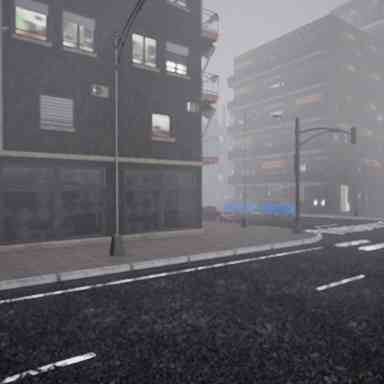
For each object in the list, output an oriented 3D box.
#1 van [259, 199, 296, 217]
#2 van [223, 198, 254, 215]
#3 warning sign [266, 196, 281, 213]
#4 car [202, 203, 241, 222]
[{"bbox_3d":[8.628,1.568,33.782,1.690,1.788,3.998,-1,0,-37],"label":"van"},{"bbox_3d":[5.292,1.641,38.283,1.690,1.788,3.998,-1,0,-37],"label":"van"},{"bbox_3d":[9.103,1.362,37.173,1.300,1.860,1.060,1,0,-37],"label":"warning sign"},{"bbox_3d":[1.910,1.850,28.835,1.802,1.307,4.206,-1,0,-37],"label":"car"}]
